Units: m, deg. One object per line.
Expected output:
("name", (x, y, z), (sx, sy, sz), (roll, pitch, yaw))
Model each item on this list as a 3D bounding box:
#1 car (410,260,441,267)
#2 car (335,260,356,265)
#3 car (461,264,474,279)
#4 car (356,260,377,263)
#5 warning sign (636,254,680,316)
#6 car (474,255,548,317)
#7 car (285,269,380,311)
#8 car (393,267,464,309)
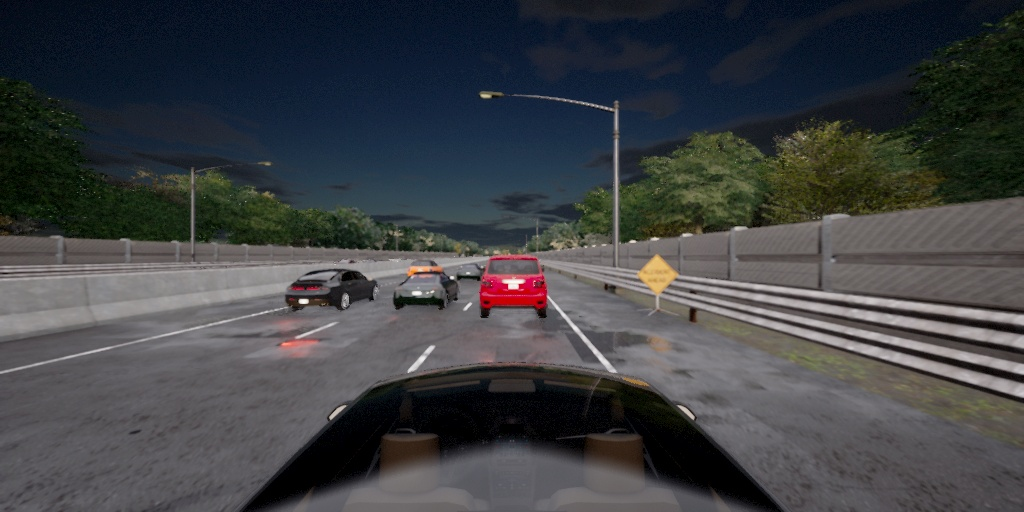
("car", (-6.931, 1.099, 29.091), (2.097, 1.767, 4.553), (0, 0, 0))
("car", (-24.552, 1.271, 53.234), (1.812, 1.442, 4.674), (0, 0, 0))
("car", (-3.426, 1.311, 30.097), (1.994, 1.385, 4.181), (0, 0, 0))
("car", (-21.056, 1.309, 53.530), (1.994, 1.385, 4.181), (0, 0, 0))
("warning sign", (4.550, 0.865, 11.232), (1.300, 1.860, 1.060), (0, 0, 0))
("car", (0.064, 0.973, 13.263), (2.150, 2.045, 5.566), (0, 0, 0))
("car", (-6.930, 1.255, 14.374), (1.837, 1.490, 4.892), (0, 0, 0))
("car", (-3.425, 1.313, 14.964), (1.994, 1.385, 4.181), (0, 0, 0))
